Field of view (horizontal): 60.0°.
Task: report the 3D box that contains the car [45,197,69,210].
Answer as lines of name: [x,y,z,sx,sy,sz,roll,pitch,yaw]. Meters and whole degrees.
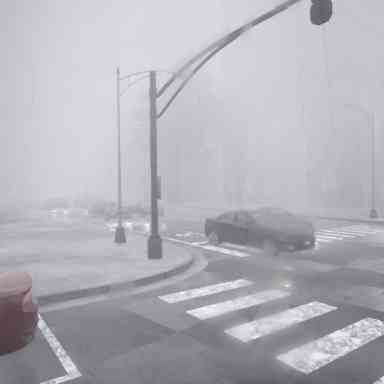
car: [-16.033,1.306,39.429,1.994,1.385,4.181,-1,1,-35]

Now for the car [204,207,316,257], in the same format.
car: [2.513,1.473,13.427,1.882,1.535,5.008,-1,1,-36]

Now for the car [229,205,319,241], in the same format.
car: [4.101,1.497,17.200,1.994,1.385,4.181,-1,1,-39]

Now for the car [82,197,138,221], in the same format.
car: [-6.538,1.420,26.104,2.033,1.411,5.357,-1,1,-36]

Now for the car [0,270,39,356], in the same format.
car: [-4.179,1.545,3.677,4.507,1.381,1.887,0,-1,-36]

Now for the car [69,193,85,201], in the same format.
car: [-22.843,0.924,66.041,1.812,1.442,4.674,-1,1,-36]

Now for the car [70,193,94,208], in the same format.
car: [-12.797,1.055,40.483,2.097,1.767,4.553,-1,1,-35]

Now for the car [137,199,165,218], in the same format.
car: [-4.095,1.349,28.273,1.812,1.442,4.674,-1,1,-35]
